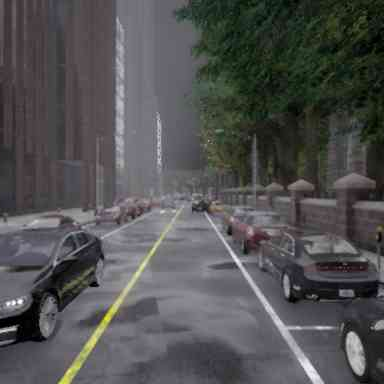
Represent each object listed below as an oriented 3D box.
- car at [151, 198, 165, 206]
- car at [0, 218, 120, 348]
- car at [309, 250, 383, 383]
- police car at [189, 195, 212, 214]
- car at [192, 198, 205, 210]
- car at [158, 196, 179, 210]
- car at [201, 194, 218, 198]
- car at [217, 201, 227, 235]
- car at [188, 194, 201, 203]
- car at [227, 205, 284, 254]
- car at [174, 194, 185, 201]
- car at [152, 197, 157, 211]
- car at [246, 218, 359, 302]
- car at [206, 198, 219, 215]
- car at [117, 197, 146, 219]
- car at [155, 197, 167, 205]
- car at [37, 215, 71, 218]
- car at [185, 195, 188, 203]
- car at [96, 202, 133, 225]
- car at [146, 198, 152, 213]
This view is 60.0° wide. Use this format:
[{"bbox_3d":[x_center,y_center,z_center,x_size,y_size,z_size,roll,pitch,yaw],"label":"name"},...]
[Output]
[{"bbox_3d":[-5.804,1.711,57.219,2.008,1.369,4.403,0,0,0],"label":"car"},{"bbox_3d":[-3.096,1.510,6.602,2.128,1.511,4.902,0,0,0],"label":"car"},{"bbox_3d":[2.760,1.558,2.662,2.008,1.369,4.403,0,0,0],"label":"car"},{"bbox_3d":[0.873,1.524,37.058,1.930,1.638,5.238,0,0,0],"label":"police car"},{"bbox_3d":[0.866,1.635,46.947,1.837,1.490,4.892,0,0,0],"label":"car"},{"bbox_3d":[-3.115,1.624,44.685,1.837,1.490,4.892,0,0,0],"label":"car"},{"bbox_3d":[2.729,1.442,46.315,2.192,1.841,5.009,0,0,0],"label":"car"},{"bbox_3d":[2.748,1.490,19.032,1.967,1.590,4.097,0,0,0],"label":"car"},{"bbox_3d":[0.862,1.372,52.978,2.150,2.045,5.566,0,0,0],"label":"car"},{"bbox_3d":[2.752,1.476,13.576,1.967,1.590,4.097,0,0,0],"label":"car"},{"bbox_3d":[-1.686,1.409,82.886,2.097,1.767,4.553,0,0,-38],"label":"car"},{"bbox_3d":[-5.792,1.654,40.848,1.887,1.381,4.507,0,0,0],"label":"car"},{"bbox_3d":[2.756,1.572,8.119,2.008,1.369,4.403,0,0,0],"label":"car"},{"bbox_3d":[2.737,1.619,35.571,1.752,1.417,4.829,0,0,0],"label":"car"},{"bbox_3d":[-5.784,1.393,29.935,2.192,1.841,5.009,0,0,0],"label":"car"},{"bbox_3d":[-5.807,1.723,62.676,1.887,1.381,4.507,0,0,0],"label":"car"},{"bbox_3d":[-5.773,1.617,13.563,1.802,1.307,4.206,0,0,0],"label":"car"},{"bbox_3d":[-0.051,1.546,71.799,1.812,1.442,4.674,0,0,0],"label":"car"},{"bbox_3d":[-5.781,1.646,24.477,1.802,1.307,4.206,0,0,0],"label":"car"},{"bbox_3d":[-5.788,1.638,35.391,1.887,1.381,4.507,0,0,0],"label":"car"}]
